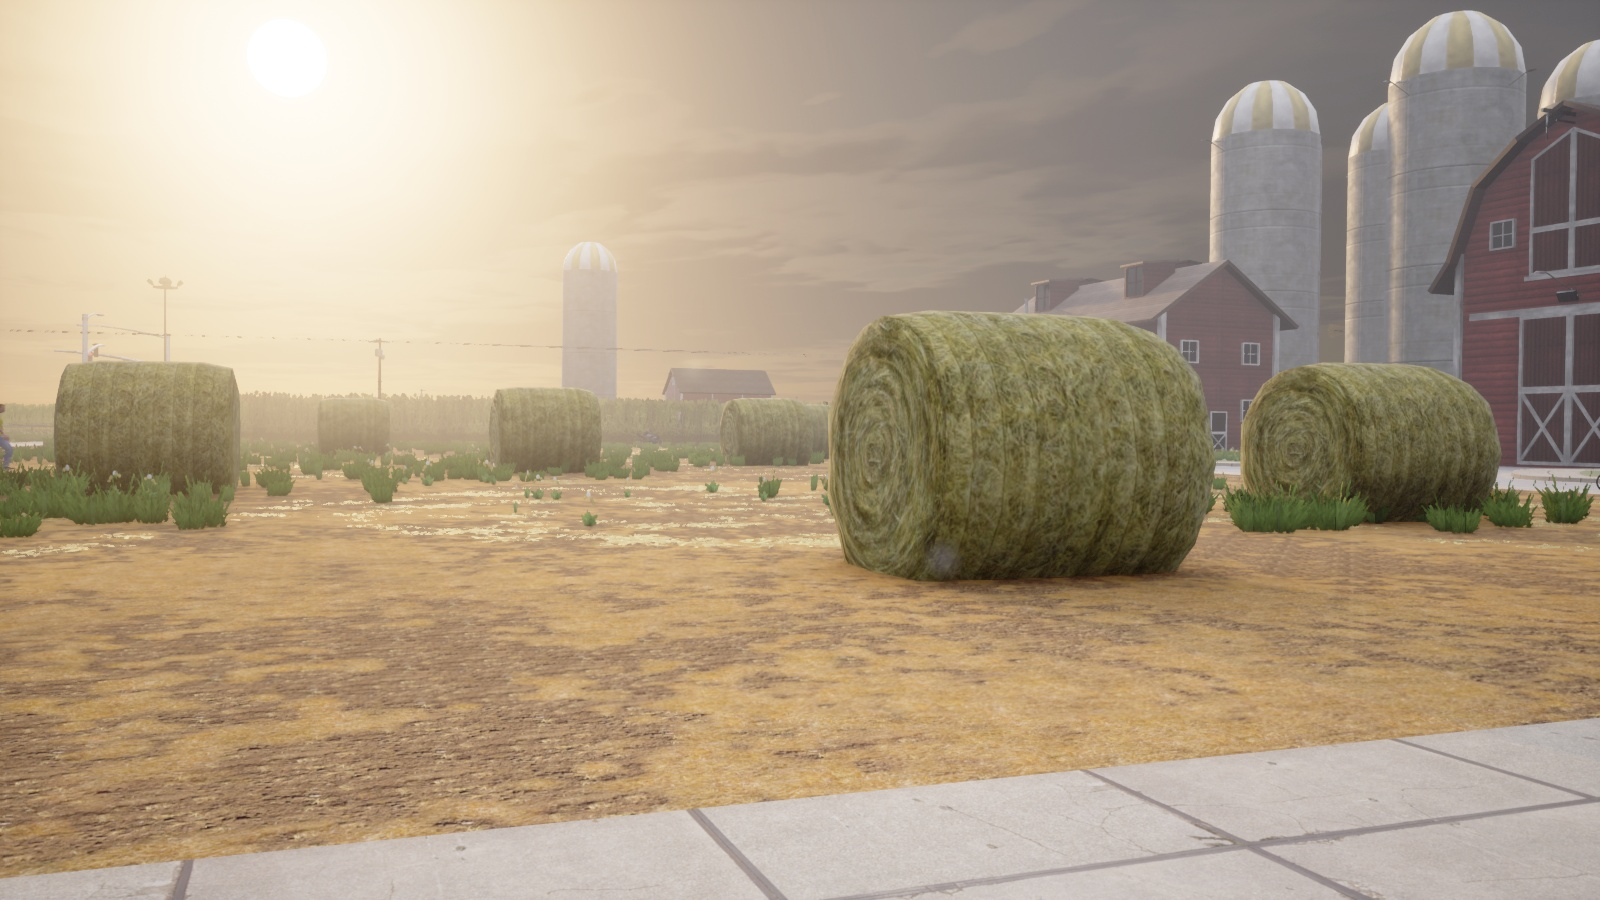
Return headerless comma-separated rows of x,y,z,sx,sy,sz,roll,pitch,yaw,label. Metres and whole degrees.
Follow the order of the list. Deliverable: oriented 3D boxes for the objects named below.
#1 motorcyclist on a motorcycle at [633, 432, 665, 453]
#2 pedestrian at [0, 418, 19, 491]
-11.478,-0.595,95.404,2.191,1.530,0.866,-1,1,-21,motorcyclist on a motorcycle
-20.422,0.114,32.071,0.706,1.836,0.354,-1,1,-19,pedestrian
